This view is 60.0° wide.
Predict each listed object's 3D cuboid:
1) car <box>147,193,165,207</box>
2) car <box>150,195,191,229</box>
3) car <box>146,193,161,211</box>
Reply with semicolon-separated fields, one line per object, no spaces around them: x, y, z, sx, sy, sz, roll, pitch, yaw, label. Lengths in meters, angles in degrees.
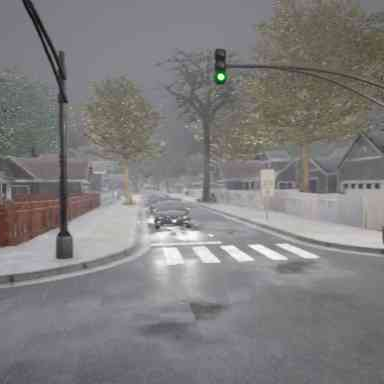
-4.184;0.857;37.950;1.812;1.442;4.674;-1;1;-8;car
-1.236;1.154;18.762;1.837;1.490;4.892;-1;1;-9;car
-2.674;0.985;28.115;2.128;1.511;4.902;-1;1;-9;car
